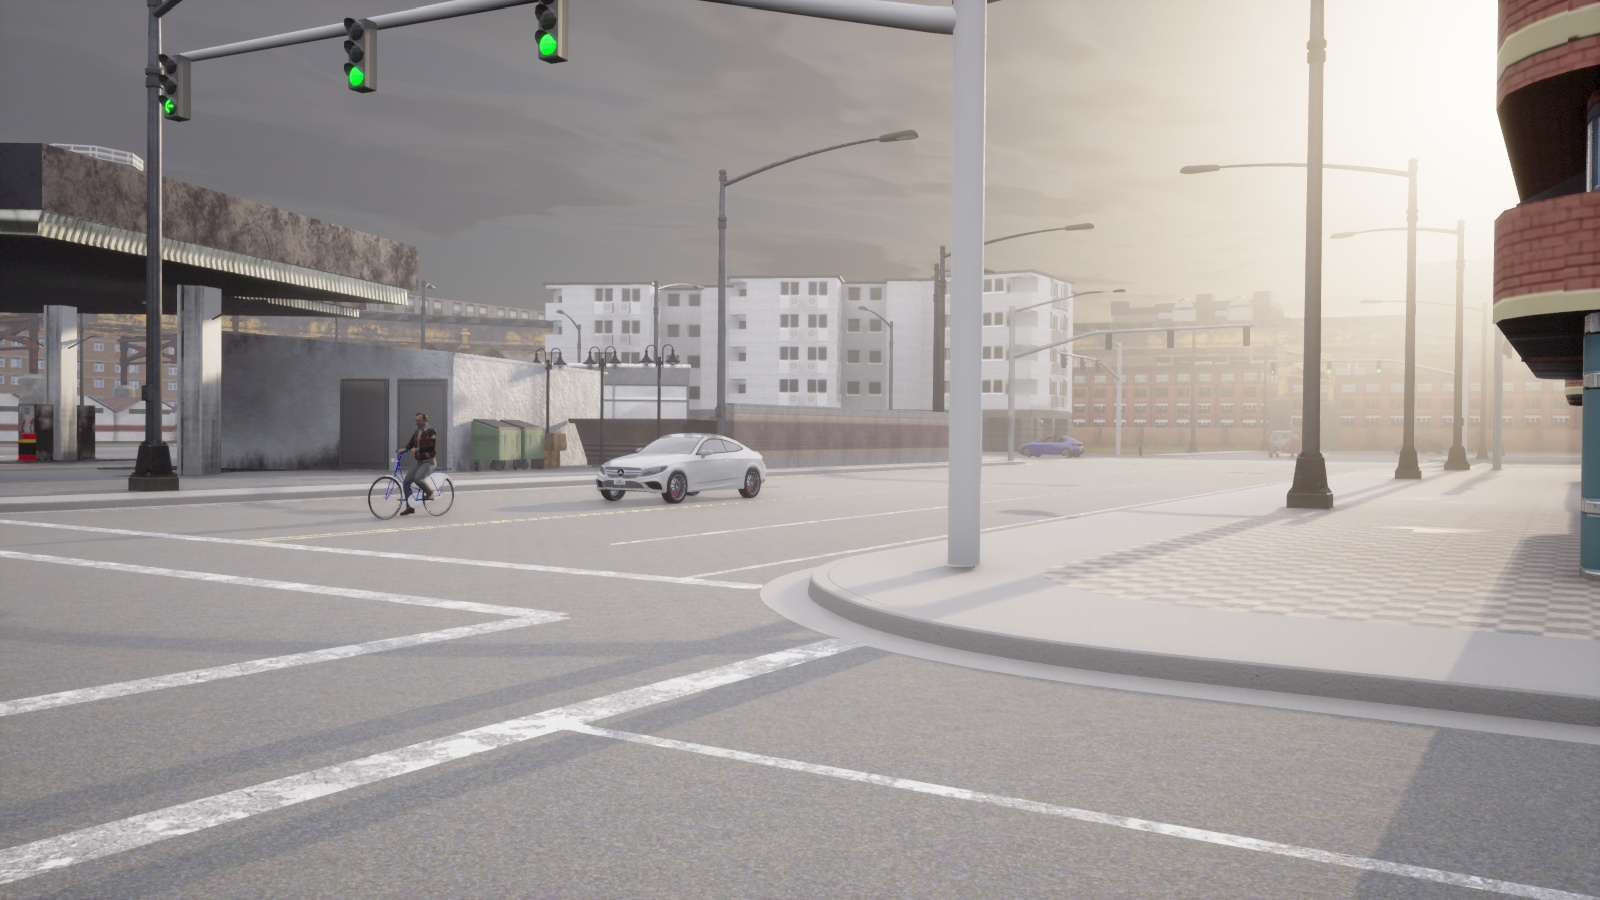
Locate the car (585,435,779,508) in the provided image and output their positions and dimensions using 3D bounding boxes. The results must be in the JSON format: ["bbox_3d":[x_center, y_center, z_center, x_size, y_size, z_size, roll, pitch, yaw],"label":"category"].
[{"bbox_3d":[-2.468,0.404,27.508,1.812,1.442,4.674,0,1,31],"label":"car"}]

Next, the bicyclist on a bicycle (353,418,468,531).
[{"bbox_3d":[-6.427,0.376,20.823,0.659,1.776,1.843,0,1,31],"label":"bicyclist on a bicycle"}]

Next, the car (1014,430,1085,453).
[{"bbox_3d":[16.339,-0.527,82.287,4.193,1.474,1.816,0,1,34],"label":"car"}]

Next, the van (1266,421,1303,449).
[{"bbox_3d":[35.150,-1.077,91.048,1.775,1.987,4.442,0,1,31],"label":"van"}]
